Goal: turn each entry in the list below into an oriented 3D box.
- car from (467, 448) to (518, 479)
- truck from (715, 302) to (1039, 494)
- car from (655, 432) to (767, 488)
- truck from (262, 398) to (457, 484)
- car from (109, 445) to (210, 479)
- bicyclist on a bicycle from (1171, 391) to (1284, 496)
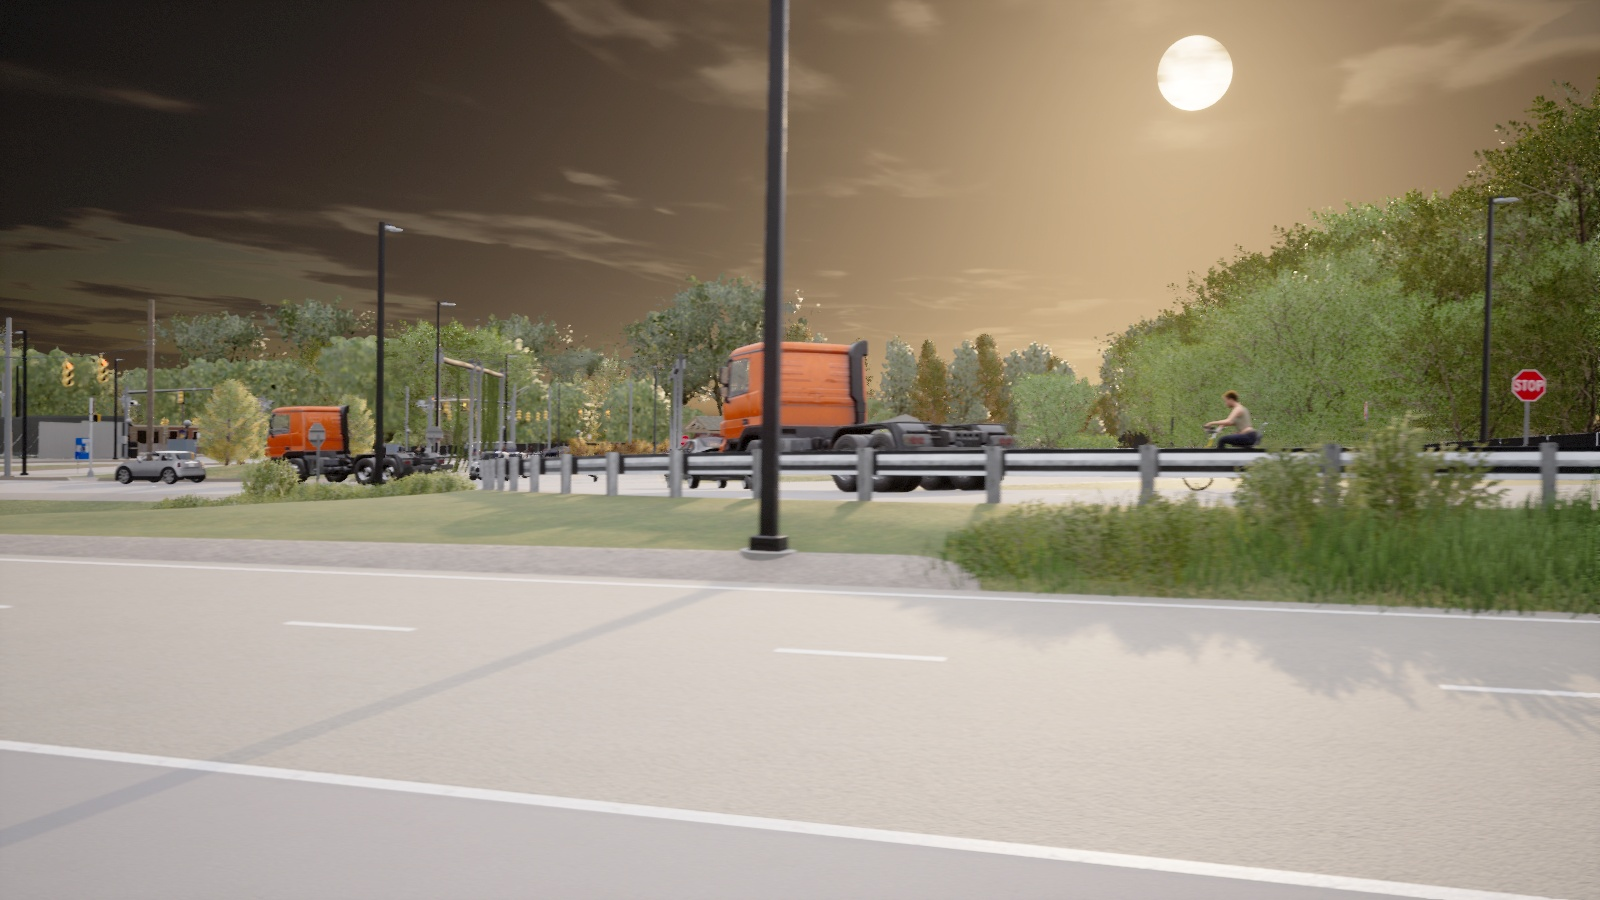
[{"bbox_3d":[-15.477,0.656,63.290,1.970,1.475,3.806,1,-1,-6],"label":"car"},{"bbox_3d":[1.294,-0.841,26.738,2.891,3.462,7.936,1,-2,-31],"label":"truck"},{"bbox_3d":[-2.702,0.332,36.921,2.128,1.511,4.902,1,-2,-18],"label":"car"},{"bbox_3d":[-18.876,-0.398,53.736,7.936,3.462,2.891,0,1,22],"label":"truck"},{"bbox_3d":[-29.139,0.526,57.155,3.806,1.475,1.970,0,1,18],"label":"car"},{"bbox_3d":[6.843,-0.092,20.102,1.509,1.612,0.866,-1,-1,35],"label":"bicyclist on a bicycle"}]
